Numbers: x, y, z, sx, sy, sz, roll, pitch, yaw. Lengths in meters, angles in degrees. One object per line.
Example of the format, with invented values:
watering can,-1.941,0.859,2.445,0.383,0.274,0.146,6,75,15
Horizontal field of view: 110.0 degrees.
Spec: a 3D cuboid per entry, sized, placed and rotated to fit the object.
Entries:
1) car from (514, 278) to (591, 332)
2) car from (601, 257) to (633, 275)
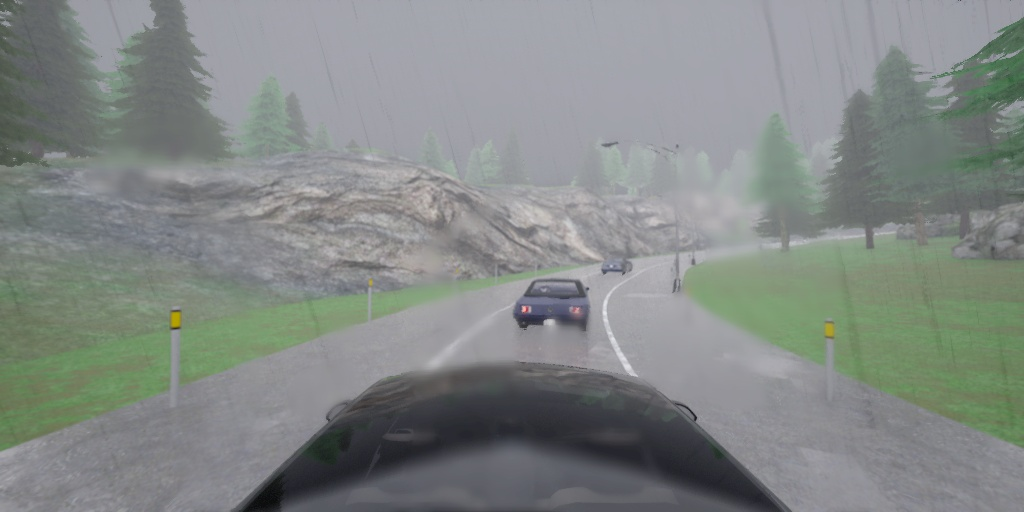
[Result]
car,1.391,1.315,10.857,1.895,1.301,4.718,0,1,11
car,8.987,0.776,30.455,2.033,1.411,5.357,0,2,27
